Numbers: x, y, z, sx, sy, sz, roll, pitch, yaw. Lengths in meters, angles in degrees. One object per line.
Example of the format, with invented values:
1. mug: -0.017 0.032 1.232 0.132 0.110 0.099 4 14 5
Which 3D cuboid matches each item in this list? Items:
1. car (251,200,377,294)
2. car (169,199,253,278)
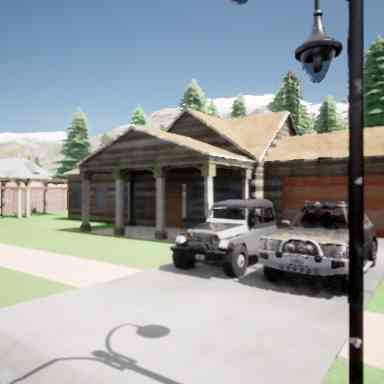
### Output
1. car: 3.460 1.175 8.571 1.932 1.855 4.605 0 0 35
2. car: 1.185 1.177 9.709 1.905 1.878 3.866 0 0 35
